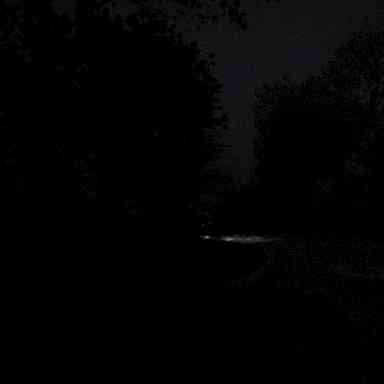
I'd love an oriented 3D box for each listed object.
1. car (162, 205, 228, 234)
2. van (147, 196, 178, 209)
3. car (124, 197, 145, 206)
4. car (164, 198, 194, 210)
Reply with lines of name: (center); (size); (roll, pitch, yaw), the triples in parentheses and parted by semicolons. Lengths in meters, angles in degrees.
car: (0.272, 1.846, 21.921); (1.882, 1.535, 5.008); (2, -2, -35)
van: (-4.563, 1.584, 50.449); (1.878, 1.987, 4.442); (0, 0, -36)
car: (-11.232, 1.807, 60.847); (1.946, 1.575, 5.366); (0, 0, -36)
car: (-2.117, 1.813, 51.833); (1.946, 1.575, 5.366); (0, 0, -36)
